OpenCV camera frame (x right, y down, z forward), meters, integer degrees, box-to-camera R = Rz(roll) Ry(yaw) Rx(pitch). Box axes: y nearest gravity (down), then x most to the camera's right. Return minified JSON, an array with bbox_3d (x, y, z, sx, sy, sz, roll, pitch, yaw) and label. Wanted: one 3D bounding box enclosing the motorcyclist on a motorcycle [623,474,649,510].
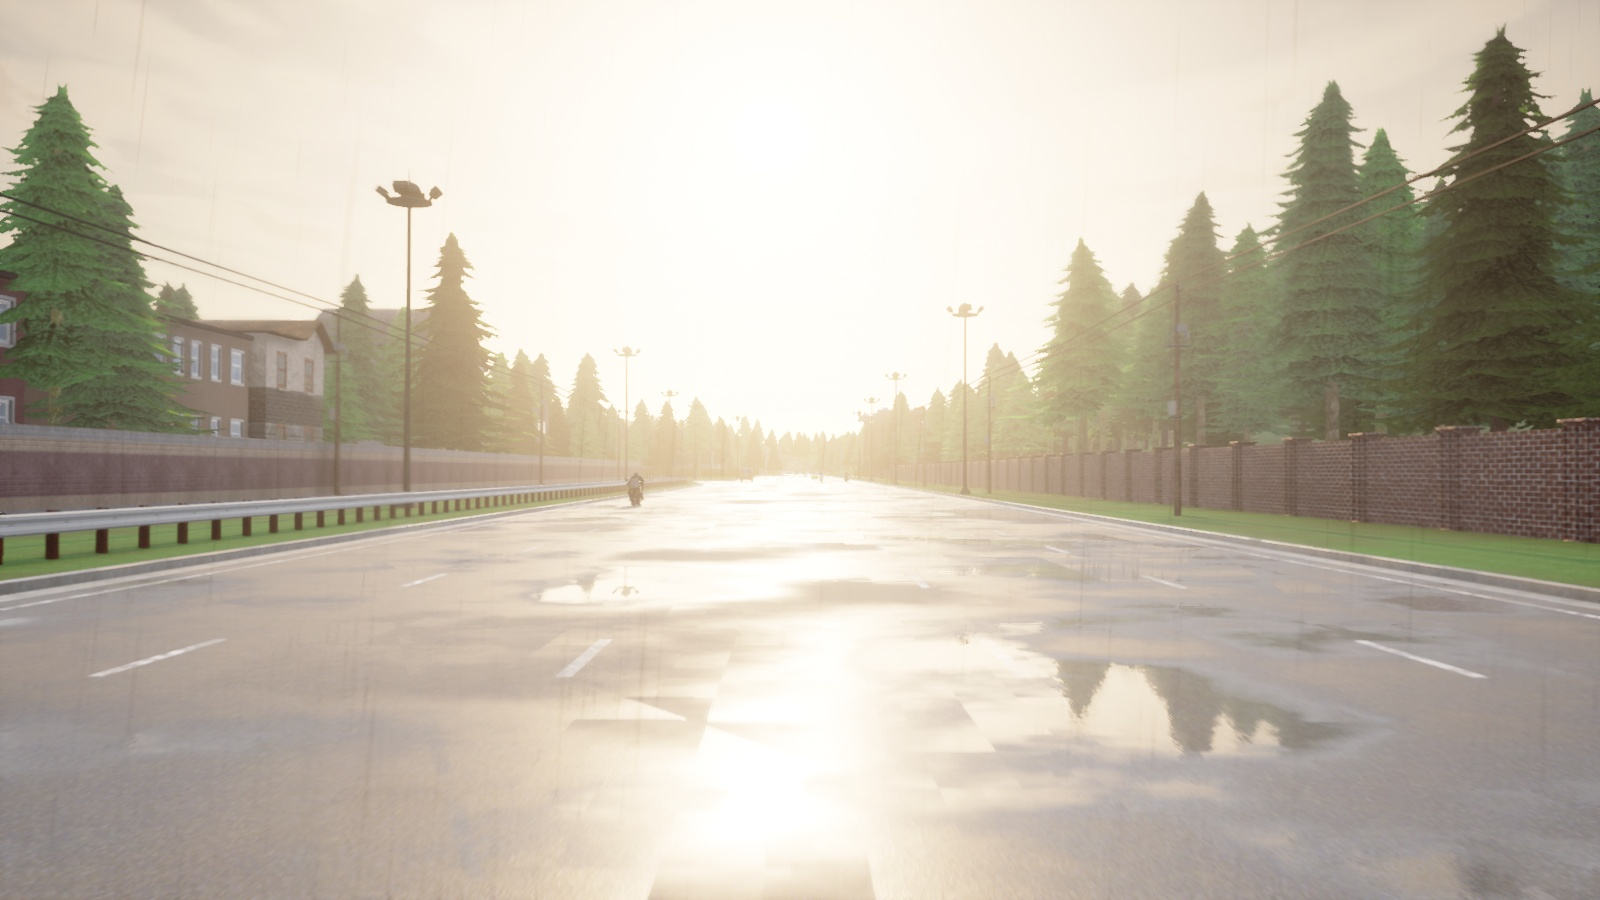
[{"bbox_3d":[-7.132,1.796,54.801,0.866,1.530,2.191,0,-1,0],"label":"motorcyclist on a motorcycle"}]
